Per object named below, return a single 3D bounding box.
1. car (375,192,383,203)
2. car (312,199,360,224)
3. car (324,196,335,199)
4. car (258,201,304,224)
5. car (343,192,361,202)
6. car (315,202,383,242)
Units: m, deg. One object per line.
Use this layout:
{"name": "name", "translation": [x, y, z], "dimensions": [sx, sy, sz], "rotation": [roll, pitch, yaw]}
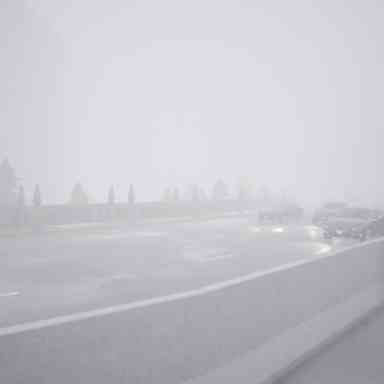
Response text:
{"name": "car", "translation": [29.611, 1.071, 50.948], "dimensions": [2.150, 2.045, 5.566], "rotation": [0, 0, 20]}
{"name": "car", "translation": [10.004, 1.459, 23.413], "dimensions": [1.837, 1.490, 4.892], "rotation": [0, 0, 39]}
{"name": "car", "translation": [25.383, 1.472, 61.228], "dimensions": [1.895, 1.301, 4.718], "rotation": [0, 0, 15]}
{"name": "car", "translation": [6.719, 1.453, 24.932], "dimensions": [1.882, 1.535, 5.008], "rotation": [0, 0, 40]}
{"name": "car", "translation": [28.668, 1.076, 59.922], "dimensions": [2.150, 2.045, 5.566], "rotation": [0, 0, 15]}
{"name": "car", "translation": [7.971, 1.468, 15.953], "dimensions": [1.837, 1.490, 4.892], "rotation": [0, 0, 44]}
